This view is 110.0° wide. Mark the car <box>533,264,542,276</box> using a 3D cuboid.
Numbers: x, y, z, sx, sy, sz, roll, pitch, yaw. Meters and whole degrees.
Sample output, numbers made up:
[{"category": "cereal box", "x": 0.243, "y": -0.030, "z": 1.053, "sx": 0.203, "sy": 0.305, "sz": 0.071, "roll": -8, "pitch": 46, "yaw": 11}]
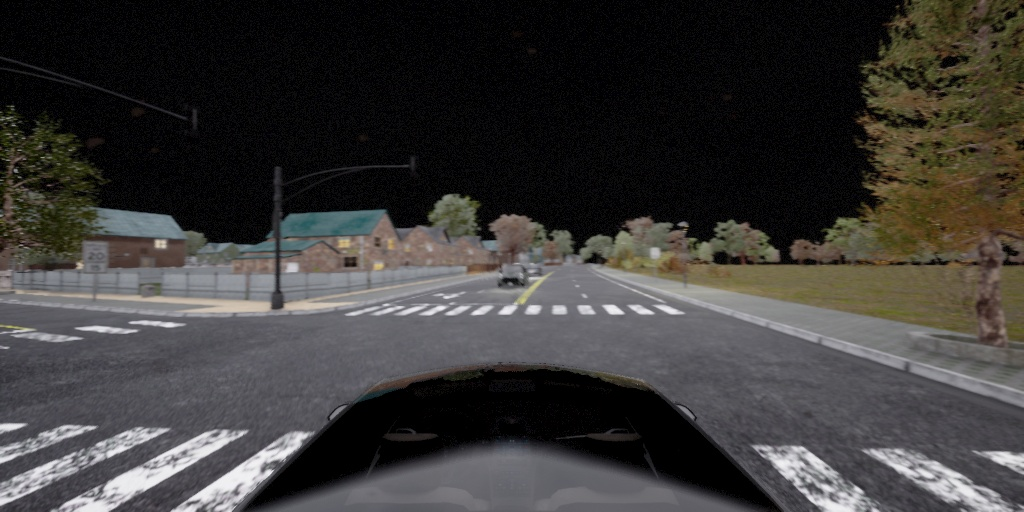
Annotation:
[{"category": "car", "x": 2.921, "y": 1.858, "z": 47.053, "sx": 2.128, "sy": 1.511, "sz": 4.902, "roll": -1, "pitch": -1, "yaw": 9}]

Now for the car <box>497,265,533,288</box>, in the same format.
[{"category": "car", "x": 0.161, "y": 1.482, "z": 28.261, "sx": 2.097, "sy": 1.767, "sz": 4.553, "roll": -1, "pitch": -1, "yaw": 8}]
